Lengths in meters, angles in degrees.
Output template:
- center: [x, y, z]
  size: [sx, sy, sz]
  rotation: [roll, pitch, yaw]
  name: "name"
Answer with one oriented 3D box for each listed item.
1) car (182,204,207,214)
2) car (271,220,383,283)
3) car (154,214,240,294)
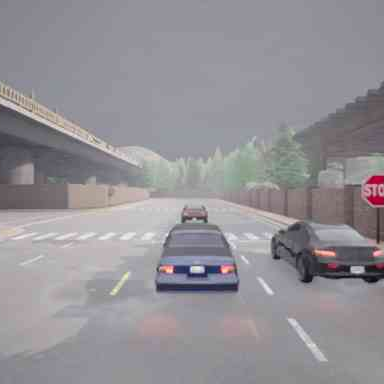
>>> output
- center: [0.204, 1.602, 25.850]
  size: [1.895, 1.301, 4.718]
  rotation: [0, 0, 1]
  name: "car"
- center: [3.601, 1.526, 9.533]
  size: [1.812, 1.442, 4.674]
  rotation: [0, 0, 0]
  name: "car"
- center: [0.100, 1.548, 8.936]
  size: [2.033, 1.411, 5.357]
  rotation: [0, 0, 0]
  name: "car"
